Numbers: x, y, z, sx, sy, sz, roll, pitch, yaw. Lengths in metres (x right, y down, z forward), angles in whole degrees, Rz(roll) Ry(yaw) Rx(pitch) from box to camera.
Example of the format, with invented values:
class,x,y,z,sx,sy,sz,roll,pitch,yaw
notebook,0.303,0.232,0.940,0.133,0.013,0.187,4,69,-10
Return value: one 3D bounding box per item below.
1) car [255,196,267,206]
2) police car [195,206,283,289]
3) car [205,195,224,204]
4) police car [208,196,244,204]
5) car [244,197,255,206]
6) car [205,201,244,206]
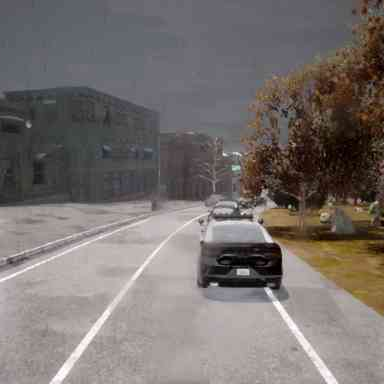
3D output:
class,x,y,z,sx,sy,sz,roll,pitch,yaw
car,11.248,1.452,55.795,1.837,1.490,4.892,3,1,26
police car,1.129,1.405,9.294,1.930,1.638,5.238,0,0,2
car,3.228,1.143,43.828,2.097,1.767,4.553,2,1,19
police car,2.673,1.356,24.940,1.930,1.638,5.238,1,0,9
car,6.747,1.488,44.536,1.895,1.301,4.718,2,0,20
car,1.841,1.478,18.996,1.812,1.442,4.674,1,0,6
